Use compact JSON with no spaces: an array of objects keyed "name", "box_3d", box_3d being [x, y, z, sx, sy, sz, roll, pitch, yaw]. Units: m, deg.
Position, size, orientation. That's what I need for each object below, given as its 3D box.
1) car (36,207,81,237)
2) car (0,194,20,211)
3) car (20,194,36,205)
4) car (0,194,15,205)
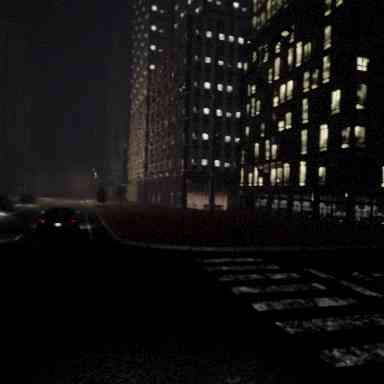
[{"name":"car","box_3d":[-6.846,1.474,17.312,1.994,1.385,4.181,2,0,-19]},{"name":"car","box_3d":[-19.561,1.137,34.041,2.128,1.511,4.902,2,0,-19]},{"name":"car","box_3d":[-25.259,1.117,51.168,1.882,1.535,5.008,2,0,-19]},{"name":"car","box_3d":[-28.338,1.079,50.127,2.033,1.411,5.357,2,0,-19]}]
